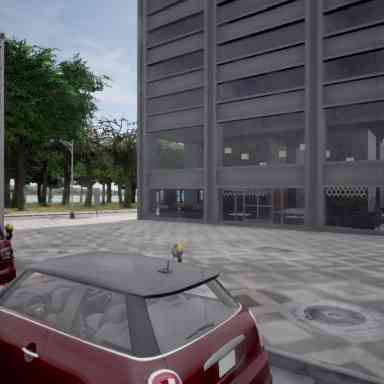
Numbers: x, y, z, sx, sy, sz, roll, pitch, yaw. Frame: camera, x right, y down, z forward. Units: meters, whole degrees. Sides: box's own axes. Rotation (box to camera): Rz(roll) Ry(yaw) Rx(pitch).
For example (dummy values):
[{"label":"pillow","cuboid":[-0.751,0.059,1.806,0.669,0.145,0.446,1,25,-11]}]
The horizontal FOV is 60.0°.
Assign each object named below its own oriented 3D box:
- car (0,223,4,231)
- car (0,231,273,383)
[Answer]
[{"label":"car","cuboid":[-5.715,1.315,7.036,5.009,1.841,2.192,0,0,35]},{"label":"car","cuboid":[-1.287,1.440,3.879,4.097,1.590,1.967,0,0,35]}]
